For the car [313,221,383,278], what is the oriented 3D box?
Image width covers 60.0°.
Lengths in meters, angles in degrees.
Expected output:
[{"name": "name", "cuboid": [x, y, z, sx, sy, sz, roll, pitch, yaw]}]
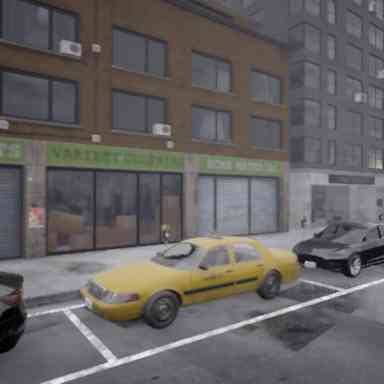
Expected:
[{"name": "car", "cuboid": [5.003, 1.615, 10.331, 4.313, 1.339, 1.947, 0, 0, -35]}]

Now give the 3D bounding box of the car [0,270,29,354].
[{"name": "car", "cuboid": [-4.228, 1.559, 3.751, 4.313, 1.339, 1.947, 0, 0, -35]}]

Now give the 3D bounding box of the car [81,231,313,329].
[{"name": "car", "cuboid": [0.249, 1.546, 6.942, 4.829, 1.417, 1.752, 0, 0, -35]}]
